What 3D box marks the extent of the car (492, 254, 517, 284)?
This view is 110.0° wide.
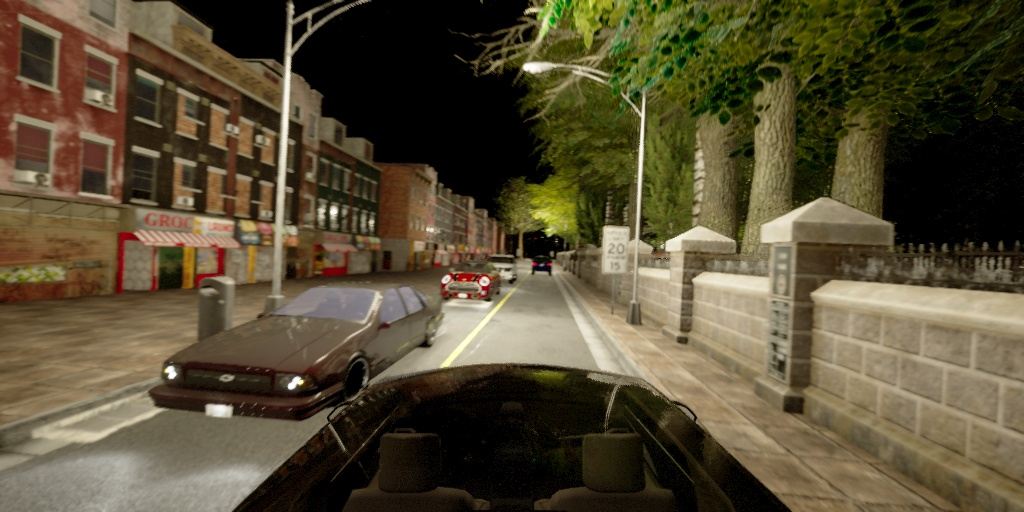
[{"bbox_3d":[-0.805,0.890,26.777,2.150,2.045,5.566,3,0,4],"label":"car"}]

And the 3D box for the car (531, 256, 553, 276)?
[{"bbox_3d":[3.268,1.056,39.390,2.150,2.045,5.566,3,0,5],"label":"car"}]

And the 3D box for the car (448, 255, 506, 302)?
[{"bbox_3d":[-1.731,0.991,16.407,2.097,1.767,4.553,3,0,5],"label":"car"}]

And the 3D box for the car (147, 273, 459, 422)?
[{"bbox_3d":[-2.644,1.157,6.202,2.033,1.411,5.357,3,0,5],"label":"car"}]
